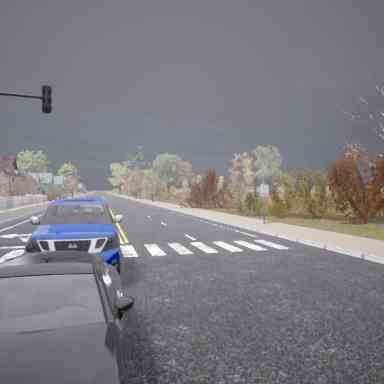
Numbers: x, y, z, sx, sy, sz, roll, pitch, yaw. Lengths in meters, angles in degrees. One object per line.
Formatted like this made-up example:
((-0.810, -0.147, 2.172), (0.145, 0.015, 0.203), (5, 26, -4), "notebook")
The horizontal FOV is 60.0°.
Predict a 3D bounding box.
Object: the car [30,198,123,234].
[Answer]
((-3.363, 1.218, 9.962), (2.150, 2.045, 5.566), (0, 0, -15), "car")

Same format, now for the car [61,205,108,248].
((-5.039, 1.499, 16.028), (1.837, 1.490, 4.892), (0, 0, -15), "car")

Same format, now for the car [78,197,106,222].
((-8.202, 1.338, 27.498), (2.097, 1.767, 4.553), (0, 0, -15), "car")

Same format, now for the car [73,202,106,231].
((-6.625, 1.468, 21.769), (1.882, 1.535, 5.008), (0, 0, -16), "car")

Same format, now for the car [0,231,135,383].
((-1.705, 1.524, 3.878), (1.812, 1.442, 4.674), (0, 0, -13), "car")
